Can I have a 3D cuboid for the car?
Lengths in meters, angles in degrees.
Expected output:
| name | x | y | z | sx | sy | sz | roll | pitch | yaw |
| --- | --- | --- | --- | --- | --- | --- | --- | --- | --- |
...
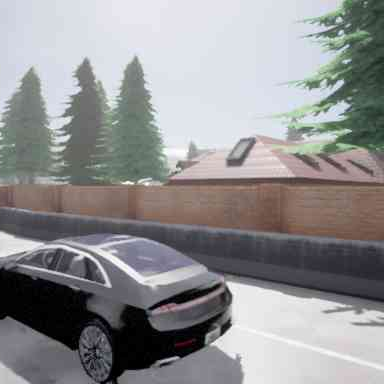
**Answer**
| name | x | y | z | sx | sy | sz | roll | pitch | yaw |
| --- | --- | --- | --- | --- | --- | --- | --- | --- | --- |
| car | -1.668 | 1.448 | 5.403 | 4.902 | 1.511 | 2.128 | 1 | 0 | 38 |
